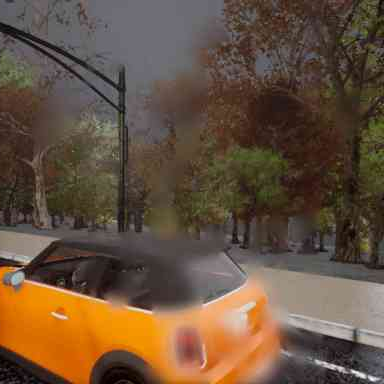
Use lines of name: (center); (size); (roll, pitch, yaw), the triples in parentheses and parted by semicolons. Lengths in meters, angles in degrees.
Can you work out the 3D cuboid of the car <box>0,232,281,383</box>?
car: (-1.239, 1.351, 4.581); (4.553, 1.767, 2.097); (0, 0, 36)
